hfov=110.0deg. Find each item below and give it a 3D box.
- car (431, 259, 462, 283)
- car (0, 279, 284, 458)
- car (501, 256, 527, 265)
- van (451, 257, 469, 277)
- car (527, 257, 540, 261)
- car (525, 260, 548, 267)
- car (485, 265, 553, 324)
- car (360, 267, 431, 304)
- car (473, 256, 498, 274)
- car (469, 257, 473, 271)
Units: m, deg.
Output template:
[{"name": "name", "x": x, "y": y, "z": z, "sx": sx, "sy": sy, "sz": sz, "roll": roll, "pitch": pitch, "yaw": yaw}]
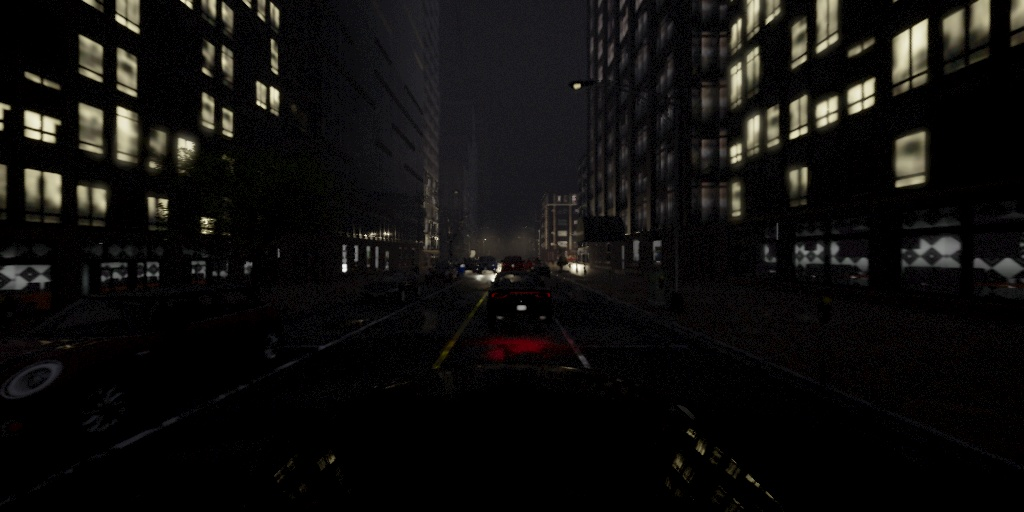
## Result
[{"name": "car", "x": -5.319, "y": 1.208, "z": 27.343, "sx": 1.967, "sy": 1.591, "sz": 4.097, "roll": 0, "pitch": 0, "yaw": 0}, {"name": "car", "x": -5.316, "y": 1.193, "z": 5.109, "sx": 1.967, "sy": 1.591, "sz": 4.097, "roll": 0, "pitch": 0, "yaw": 0}, {"name": "car", "x": 0.094, "y": 0.994, "z": 35.442, "sx": 2.150, "sy": 2.045, "sz": 5.566, "roll": 0, "pitch": 0, "yaw": 0}, {"name": "van", "x": -5.320, "y": 1.113, "z": 32.902, "sx": 1.690, "sy": 1.789, "sz": 3.998, "roll": 0, "pitch": 0, "yaw": 0}, {"name": "car", "x": 2.559, "y": 1.094, "z": 44.020, "sx": 2.192, "sy": 1.841, "sz": 5.009, "roll": 0, "pitch": 0, "yaw": 0}, {"name": "car", "x": 2.561, "y": 1.322, "z": 32.903, "sx": 2.007, "sy": 1.370, "sz": 4.403, "roll": 0, "pitch": 0, "yaw": 0}, {"name": "car", "x": 0.176, "y": 1.234, "z": 12.076, "sx": 1.882, "sy": 1.535, "sz": 5.008, "roll": 0, "pitch": 0, "yaw": -2}, {"name": "car", "x": -5.317, "y": 1.311, "z": 16.225, "sx": 2.007, "sy": 1.370, "sz": 4.403, "roll": 0, "pitch": 0, "yaw": 0}, {"name": "car", "x": -2.805, "y": 1.001, "z": 41.044, "sx": 2.150, "sy": 2.045, "sz": 5.566, "roll": 0, "pitch": 0, "yaw": 0}, {"name": "car", "x": -5.321, "y": 1.095, "z": 44.019, "sx": 2.192, "sy": 1.841, "sz": 5.009, "roll": 0, "pitch": 0, "yaw": 0}]
